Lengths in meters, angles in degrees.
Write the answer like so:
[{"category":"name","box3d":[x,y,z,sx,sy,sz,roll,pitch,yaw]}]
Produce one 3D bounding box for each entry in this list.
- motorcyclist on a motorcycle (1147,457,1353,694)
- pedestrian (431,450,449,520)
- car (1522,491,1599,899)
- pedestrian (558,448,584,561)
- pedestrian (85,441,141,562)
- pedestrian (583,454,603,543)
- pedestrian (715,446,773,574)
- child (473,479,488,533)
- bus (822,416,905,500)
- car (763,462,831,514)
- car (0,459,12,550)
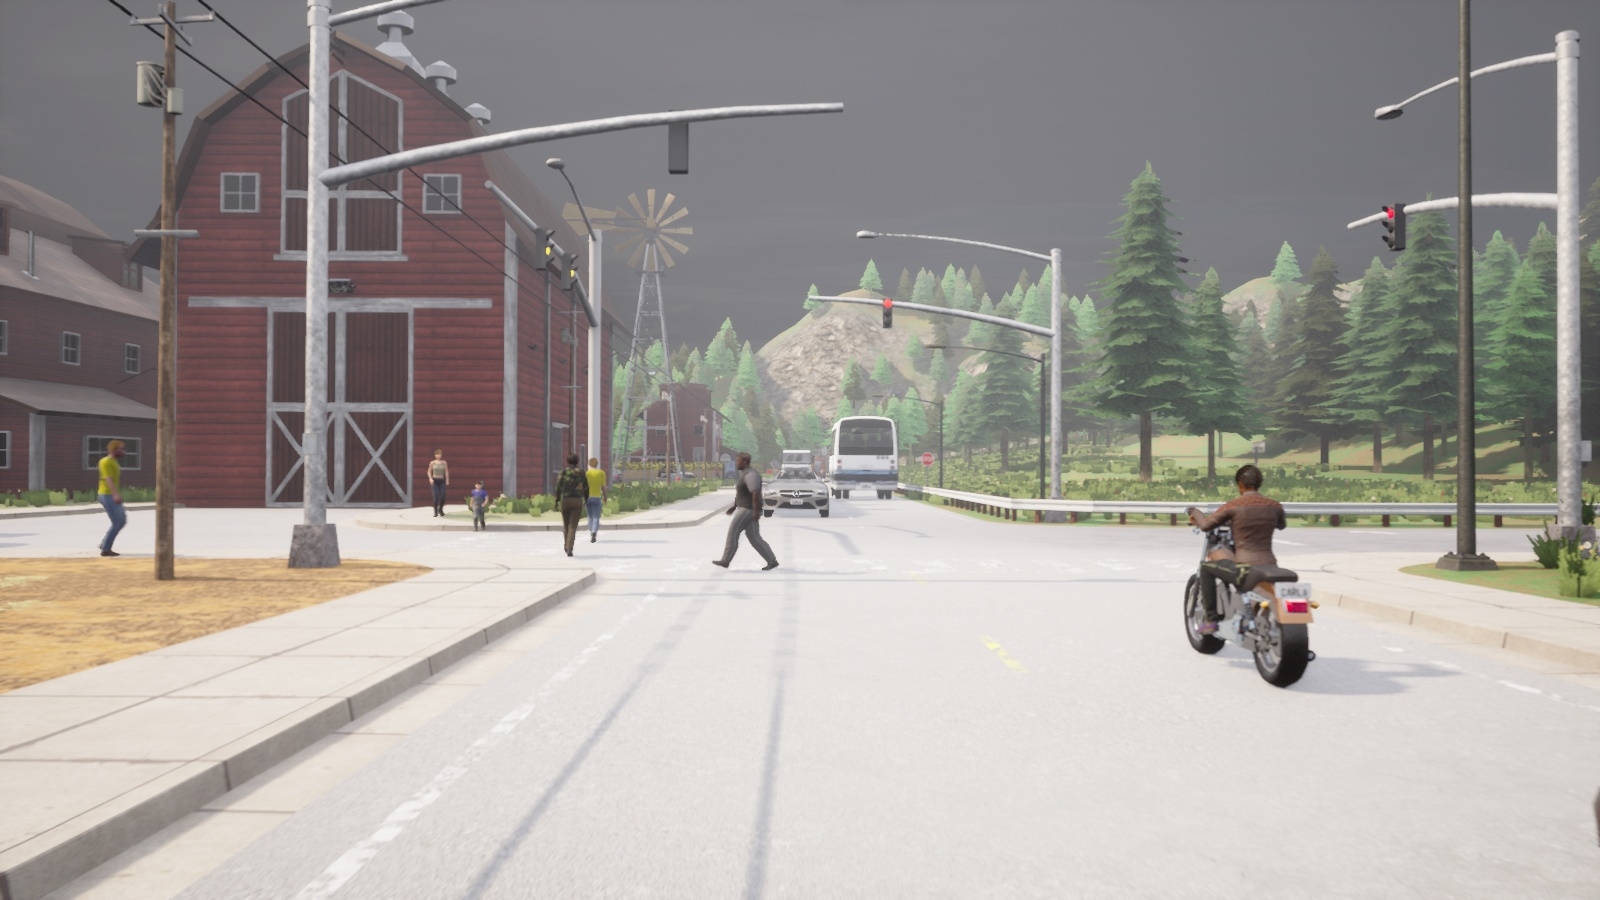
[{"category":"motorcyclist on a motorcycle","box3d":[3.475,0.900,9.965,0.766,1.649,2.350,0,-1,0]},{"category":"pedestrian","box3d":[-9.536,0.923,33.234,0.345,1.836,0.594,0,-1,-29]},{"category":"car","box3d":[3.494,0.848,2.377,1.816,1.474,4.193,0,-1,0]},{"category":"pedestrian","box3d":[-3.964,0.933,21.742,0.395,1.930,0.692,0,-1,-6]},{"category":"pedestrian","box3d":[-10.564,0.783,19.327,0.706,1.836,0.354,0,-1,-21]},{"category":"pedestrian","box3d":[-4.322,1.002,26.212,0.354,1.836,0.706,0,-1,-4]},{"category":"pedestrian","box3d":[-0.837,0.894,18.876,0.849,1.883,0.563,0,-1,-3]},{"category":"child","box3d":[-7.565,1.330,29.718,0.270,1.263,0.437,0,-1,-6]},{"category":"bus","box3d":[3.324,0.469,69.010,3.944,4.253,10.273,0,-1,0]},{"category":"car","box3d":[-0.105,1.236,42.538,2.152,1.651,5.027,0,-1,0]},{"category":"car","box3d":[-17.843,1.071,23.748,4.553,1.767,2.097,0,-1,-1]}]
